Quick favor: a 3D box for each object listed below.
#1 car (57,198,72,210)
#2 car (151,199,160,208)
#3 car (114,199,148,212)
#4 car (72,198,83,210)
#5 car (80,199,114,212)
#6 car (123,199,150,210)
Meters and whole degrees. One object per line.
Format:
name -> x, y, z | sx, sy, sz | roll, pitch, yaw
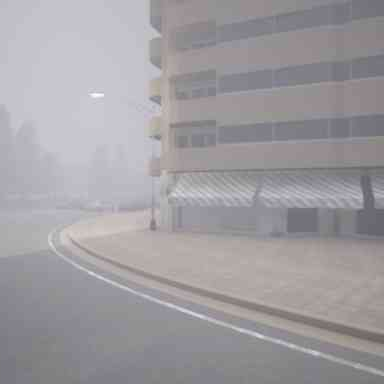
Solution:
car -> -17.615, 1.686, 48.805 | 2.097, 1.767, 4.553 | 0, -1, 22
car -> -4.738, 1.906, 52.727 | 1.882, 1.535, 5.008 | 0, -1, 22
car -> -8.071, 1.900, 44.387 | 1.994, 1.385, 4.181 | 0, -1, 22
car -> -14.378, 1.863, 47.473 | 1.837, 1.490, 4.892 | 0, -1, 22
car -> -12.066, 1.831, 43.753 | 1.812, 1.442, 4.674 | 0, -1, 22
car -> -8.660, 1.906, 52.347 | 1.837, 1.490, 4.892 | 0, -1, 22
